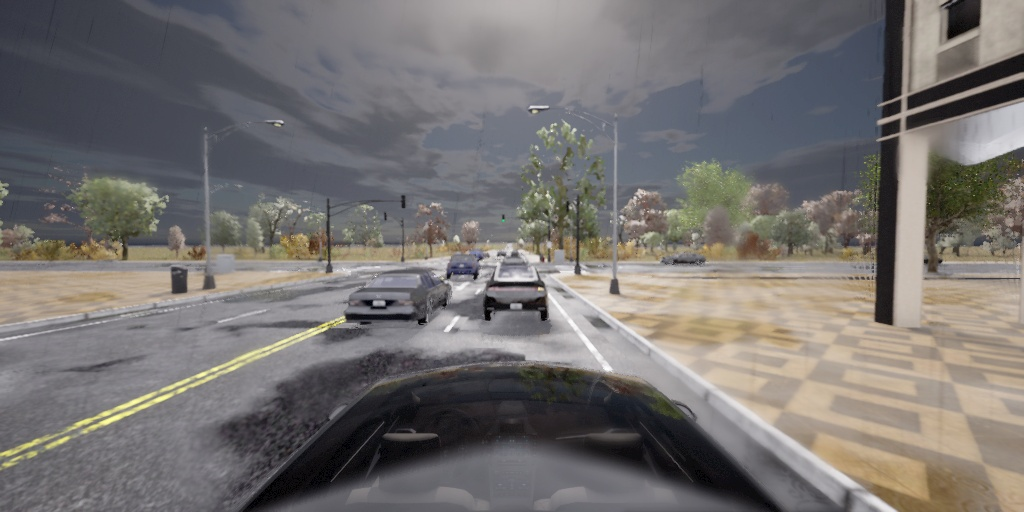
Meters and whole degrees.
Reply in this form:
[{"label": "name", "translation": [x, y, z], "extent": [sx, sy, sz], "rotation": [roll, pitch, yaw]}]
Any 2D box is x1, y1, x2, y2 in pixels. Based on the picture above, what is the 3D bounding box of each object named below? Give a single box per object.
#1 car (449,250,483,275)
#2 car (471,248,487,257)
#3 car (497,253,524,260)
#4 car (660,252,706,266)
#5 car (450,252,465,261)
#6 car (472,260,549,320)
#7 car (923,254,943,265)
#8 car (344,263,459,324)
[{"label": "car", "translation": [-3.391, 0.618, 25.569], "extent": [2.097, 1.767, 4.553], "rotation": [0, 1, -3]}, {"label": "car", "translation": [-6.265, -0.298, 62.770], "extent": [2.150, 2.045, 5.566], "rotation": [0, 1, 2]}, {"label": "car", "translation": [0.124, 0.774, 25.261], "extent": [1.837, 1.490, 4.892], "rotation": [0, 1, 0]}, {"label": "car", "translation": [19.599, 0.332, 41.125], "extent": [4.902, 1.511, 2.128], "rotation": [0, 2, 3]}, {"label": "car", "translation": [-9.513, 0.004, 62.829], "extent": [1.812, 1.442, 4.674], "rotation": [0, 1, 2]}, {"label": "car", "translation": [0.111, 1.037, 11.641], "extent": [2.128, 1.511, 4.902], "rotation": [0, 1, 0]}, {"label": "car", "translation": [44.474, 0.438, 39.864], "extent": [4.718, 1.301, 1.895], "rotation": [0, 2, 3]}, {"label": "car", "translation": [-3.140, 1.108, 10.980], "extent": [2.033, 1.411, 5.357], "rotation": [0, 1, 0]}]
